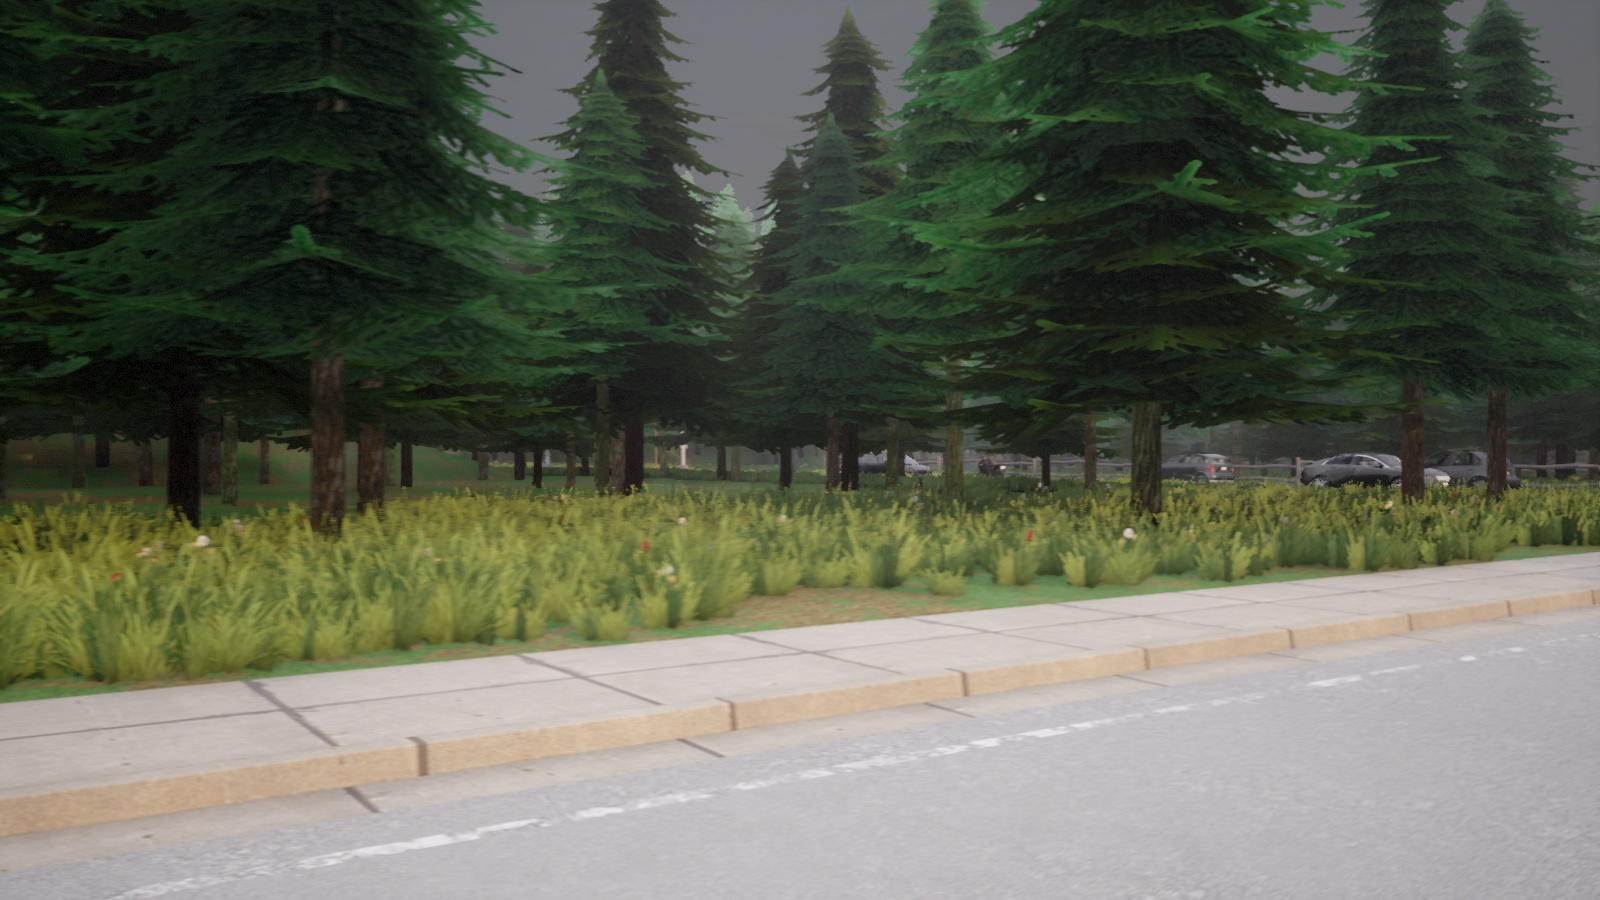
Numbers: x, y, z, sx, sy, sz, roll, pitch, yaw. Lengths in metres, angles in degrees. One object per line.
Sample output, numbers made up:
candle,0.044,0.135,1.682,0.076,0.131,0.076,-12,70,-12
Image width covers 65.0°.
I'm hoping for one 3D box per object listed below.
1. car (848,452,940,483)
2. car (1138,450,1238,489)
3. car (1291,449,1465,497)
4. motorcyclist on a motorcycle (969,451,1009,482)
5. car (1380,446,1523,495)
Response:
car,4.713,0.865,63.762,2.163,1.488,4.792,0,0,-34
car,16.260,0.793,52.738,1.789,1.549,3.705,0,0,-34
car,19.219,0.730,41.974,2.128,1.511,4.902,0,0,-33
motorcyclist on a motorcycle,9.465,0.836,62.935,0.797,1.523,2.044,0,0,-34
car,22.450,0.668,43.413,1.851,1.617,3.988,0,0,-33
